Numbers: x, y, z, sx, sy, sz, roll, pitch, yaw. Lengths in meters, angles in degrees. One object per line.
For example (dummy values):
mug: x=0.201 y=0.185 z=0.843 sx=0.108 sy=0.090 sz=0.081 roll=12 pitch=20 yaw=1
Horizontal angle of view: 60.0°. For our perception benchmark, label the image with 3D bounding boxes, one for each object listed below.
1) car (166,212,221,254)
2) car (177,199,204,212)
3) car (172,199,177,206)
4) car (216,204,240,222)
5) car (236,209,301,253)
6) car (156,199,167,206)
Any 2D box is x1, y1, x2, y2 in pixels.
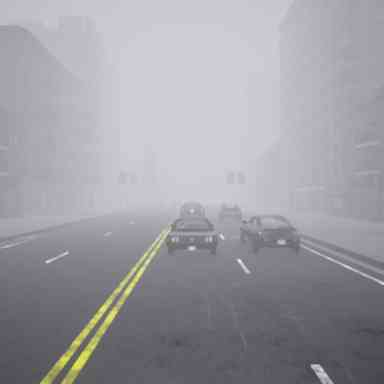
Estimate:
car: x=0.004 y=1.740 z=14.102 sx=1.895 sy=1.301 sz=4.718 roll=0 pitch=-1 yaw=0
car: x=0.008 y=1.634 z=29.070 sx=2.097 sy=1.767 sz=4.553 roll=0 pitch=-1 yaw=0
car: x=-3.238 y=2.149 z=71.008 sx=1.882 sy=1.535 sz=5.008 roll=0 pitch=0 yaw=0
car: x=3.259 y=1.779 z=29.290 sx=2.128 sy=1.511 sz=4.902 roll=0 pitch=0 yaw=0
car: x=3.257 y=1.667 z=14.362 sx=1.812 sy=1.442 sz=4.674 roll=0 pitch=0 yaw=0
car: x=-6.488 y=2.172 z=71.008 sx=1.837 sy=1.490 sz=4.892 roll=0 pitch=0 yaw=0
